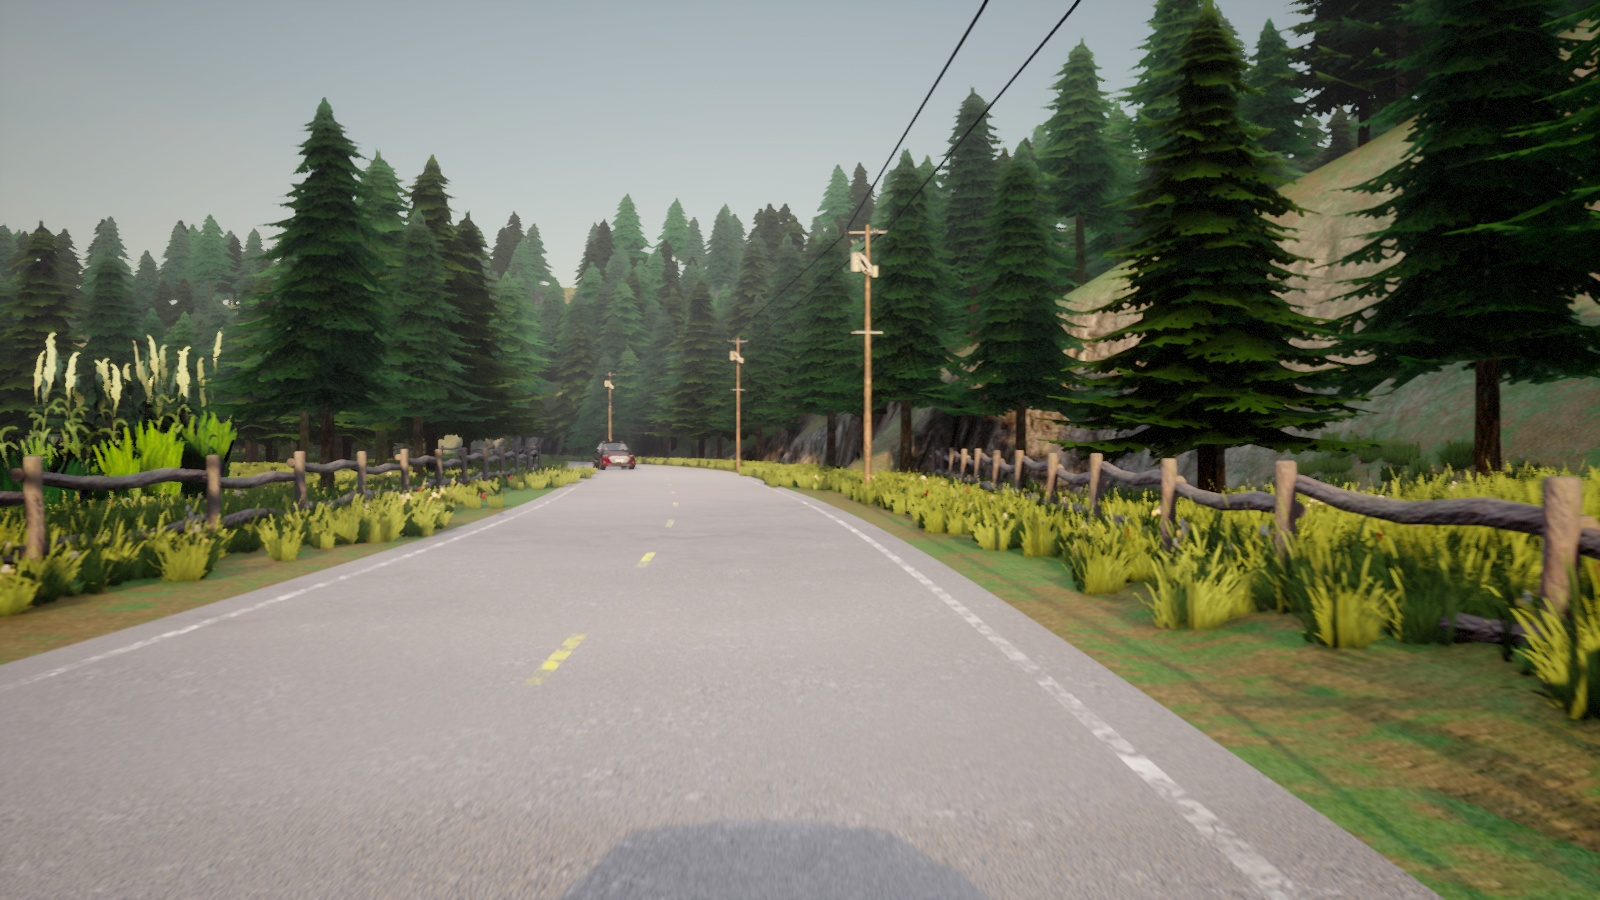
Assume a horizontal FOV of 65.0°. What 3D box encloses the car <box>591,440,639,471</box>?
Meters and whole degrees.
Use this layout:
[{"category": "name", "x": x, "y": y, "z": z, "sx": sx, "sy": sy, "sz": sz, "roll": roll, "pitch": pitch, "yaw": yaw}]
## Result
[{"category": "car", "x": -10.432, "y": 0.272, "z": 70.533, "sx": 2.033, "sy": 1.649, "sz": 4.856, "roll": 0, "pitch": 0, "yaw": -16}]
